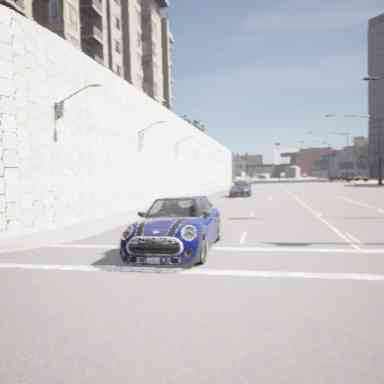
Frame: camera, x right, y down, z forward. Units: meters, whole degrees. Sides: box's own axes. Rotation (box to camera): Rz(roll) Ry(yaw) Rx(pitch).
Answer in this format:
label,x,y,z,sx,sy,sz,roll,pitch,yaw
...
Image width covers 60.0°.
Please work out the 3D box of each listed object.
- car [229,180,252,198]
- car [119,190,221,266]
label,x,y,z,sx,sy,sz,roll,pitch,yaw
car,4.988,-0.391,34.176,2.097,1.767,4.553,-1,3,13
car,-0.433,0.891,9.900,2.097,1.767,4.553,-1,3,13
